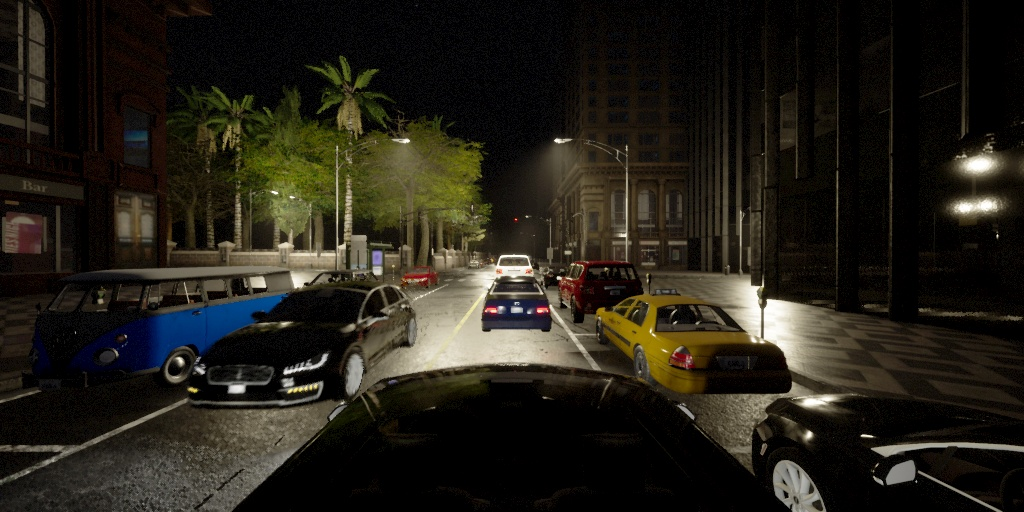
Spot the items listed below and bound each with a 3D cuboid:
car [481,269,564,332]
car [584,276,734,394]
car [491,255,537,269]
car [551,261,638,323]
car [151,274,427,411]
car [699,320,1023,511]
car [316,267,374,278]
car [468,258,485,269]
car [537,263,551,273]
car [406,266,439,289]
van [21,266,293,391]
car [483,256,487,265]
[{"bbox_3d":[0.108,1.296,10.793,2.033,1.411,5.357,0,0,0],"label":"car"},{"bbox_3d":[2.765,1.275,6.717,1.751,1.417,4.829,0,0,0],"label":"car"},{"bbox_3d":[0.111,0.968,21.365,2.150,2.045,5.566,0,0,0],"label":"car"},{"bbox_3d":[2.768,1.063,11.972,2.192,1.841,5.009,0,0,0],"label":"car"},{"bbox_3d":[-3.092,1.255,6.465,1.837,1.490,4.892,0,0,0],"label":"car"},{"bbox_3d":[2.762,1.300,1.122,2.007,1.370,4.403,0,0,0],"label":"car"},{"bbox_3d":[-5.757,1.188,11.993,1.967,1.591,4.097,0,0,0],"label":"car"},{"bbox_3d":[-5.734,1.275,54.705,2.007,1.370,4.403,0,0,0],"label":"car"},{"bbox_3d":[2.774,1.311,22.823,1.948,1.339,4.313,0,0,0],"label":"car"},{"bbox_3d":[-5.752,1.327,22.845,1.802,1.307,4.207,0,0,0],"label":"car"},{"bbox_3d":[-5.760,1.090,6.566,1.690,1.789,3.998,0,0,0],"label":"van"},{"bbox_3d":[-5.731,1.160,60.125,1.967,1.591,4.097,0,0,0],"label":"car"}]
